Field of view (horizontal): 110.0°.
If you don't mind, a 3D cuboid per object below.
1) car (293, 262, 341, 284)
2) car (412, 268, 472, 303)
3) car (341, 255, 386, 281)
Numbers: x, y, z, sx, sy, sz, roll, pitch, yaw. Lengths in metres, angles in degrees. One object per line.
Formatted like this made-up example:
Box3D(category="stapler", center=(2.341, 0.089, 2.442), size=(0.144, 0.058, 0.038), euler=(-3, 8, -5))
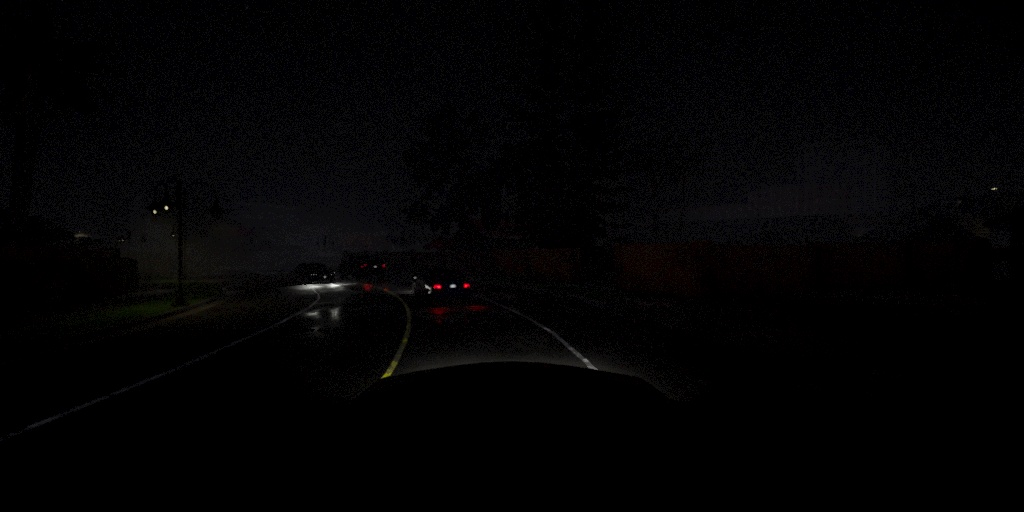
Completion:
Box3D(category="car", center=(-14.955, 1.248, 27.030), size=(4.892, 1.490, 1.837), euler=(0, 0, 44))
Box3D(category="car", center=(-3.391, 1.265, 16.714), size=(2.033, 1.411, 5.357), euler=(0, 0, -24))
Box3D(category="car", center=(-12.459, 0.942, 29.682), size=(2.150, 2.045, 5.566), euler=(0, 0, -44))
